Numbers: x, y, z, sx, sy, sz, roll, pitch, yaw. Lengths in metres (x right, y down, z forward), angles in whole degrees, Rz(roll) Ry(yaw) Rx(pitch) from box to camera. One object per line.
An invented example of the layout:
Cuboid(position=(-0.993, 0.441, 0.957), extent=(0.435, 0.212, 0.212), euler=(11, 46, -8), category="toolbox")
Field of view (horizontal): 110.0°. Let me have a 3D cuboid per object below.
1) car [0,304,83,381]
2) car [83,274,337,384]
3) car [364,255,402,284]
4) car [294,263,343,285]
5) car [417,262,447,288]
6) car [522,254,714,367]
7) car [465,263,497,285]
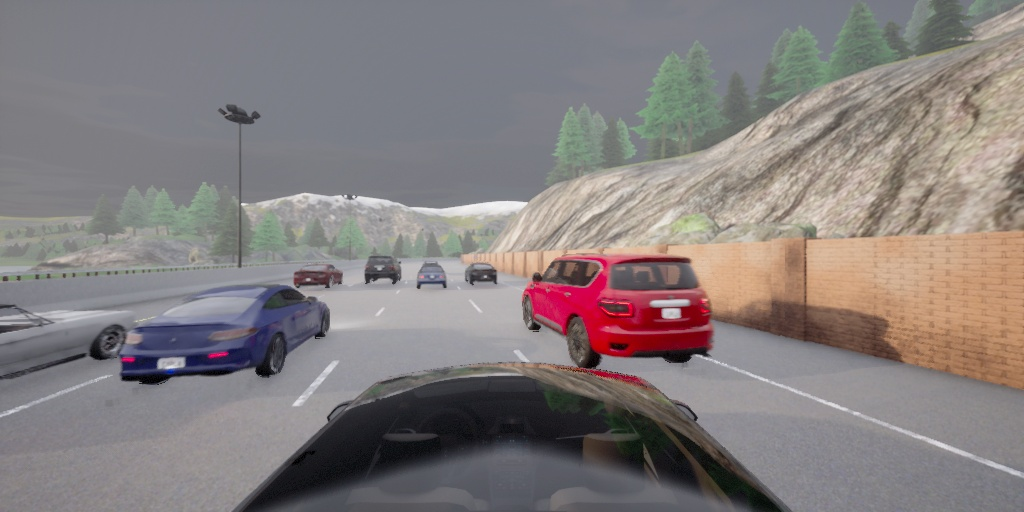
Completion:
Cuboid(position=(-8.267, 1.348, 5.239), extent=(1.895, 1.301, 4.718), euler=(0, 0, -13), category="car")
Cuboid(position=(-5.098, 1.275, 7.071), extent=(1.812, 1.442, 4.674), euler=(0, 0, -13), category="car")
Cuboid(position=(-9.709, 0.976, 27.230), extent=(2.150, 2.045, 5.566), euler=(0, 0, -13), category="car")
Cuboid(position=(-12.377, 1.229, 23.201), extent=(1.882, 1.535, 5.008), euler=(0, 0, -13), category="car")
Cuboid(position=(-5.343, 1.302, 23.844), extent=(2.033, 1.411, 5.357), euler=(0, 0, -13), category="car")
Cuboid(position=(1.846, 0.974, 8.115), extent=(2.150, 2.045, 5.566), euler=(0, 0, -13), category="car")
Cuboid(position=(-2.352, 1.236, 26.461), extent=(1.882, 1.535, 5.008), euler=(0, 0, -13), category="car")
